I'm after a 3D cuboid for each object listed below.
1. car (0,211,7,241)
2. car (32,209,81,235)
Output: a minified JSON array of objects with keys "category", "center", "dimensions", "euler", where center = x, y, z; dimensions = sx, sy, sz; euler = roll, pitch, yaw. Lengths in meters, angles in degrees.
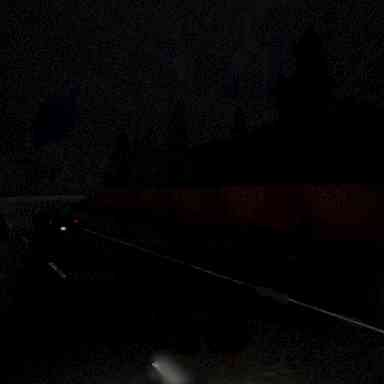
[{"category":"car","center":[-10.155,1.483,16.148],"dimensions":[2.128,1.511,4.902],"euler":[0,0,-33]},{"category":"car","center":[-7.906,1.595,19.105],"dimensions":[1.895,1.301,4.718],"euler":[0,0,-33]}]
